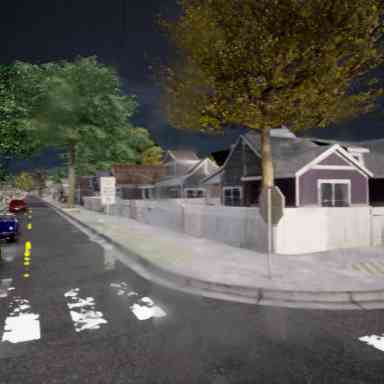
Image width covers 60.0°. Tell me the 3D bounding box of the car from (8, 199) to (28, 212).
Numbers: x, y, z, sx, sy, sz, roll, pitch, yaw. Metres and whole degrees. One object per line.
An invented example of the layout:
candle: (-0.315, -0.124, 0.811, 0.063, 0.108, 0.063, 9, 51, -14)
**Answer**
car: (-21.098, 1.649, 40.354, 1.882, 1.535, 5.008, -1, 0, -26)

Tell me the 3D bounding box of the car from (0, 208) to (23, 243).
car: (-9.432, 1.674, 16.087, 1.895, 1.301, 4.718, -1, 0, -26)

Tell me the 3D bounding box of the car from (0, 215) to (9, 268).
car: (-5.904, 1.553, 7.906, 1.837, 1.490, 4.892, -1, 0, -20)
